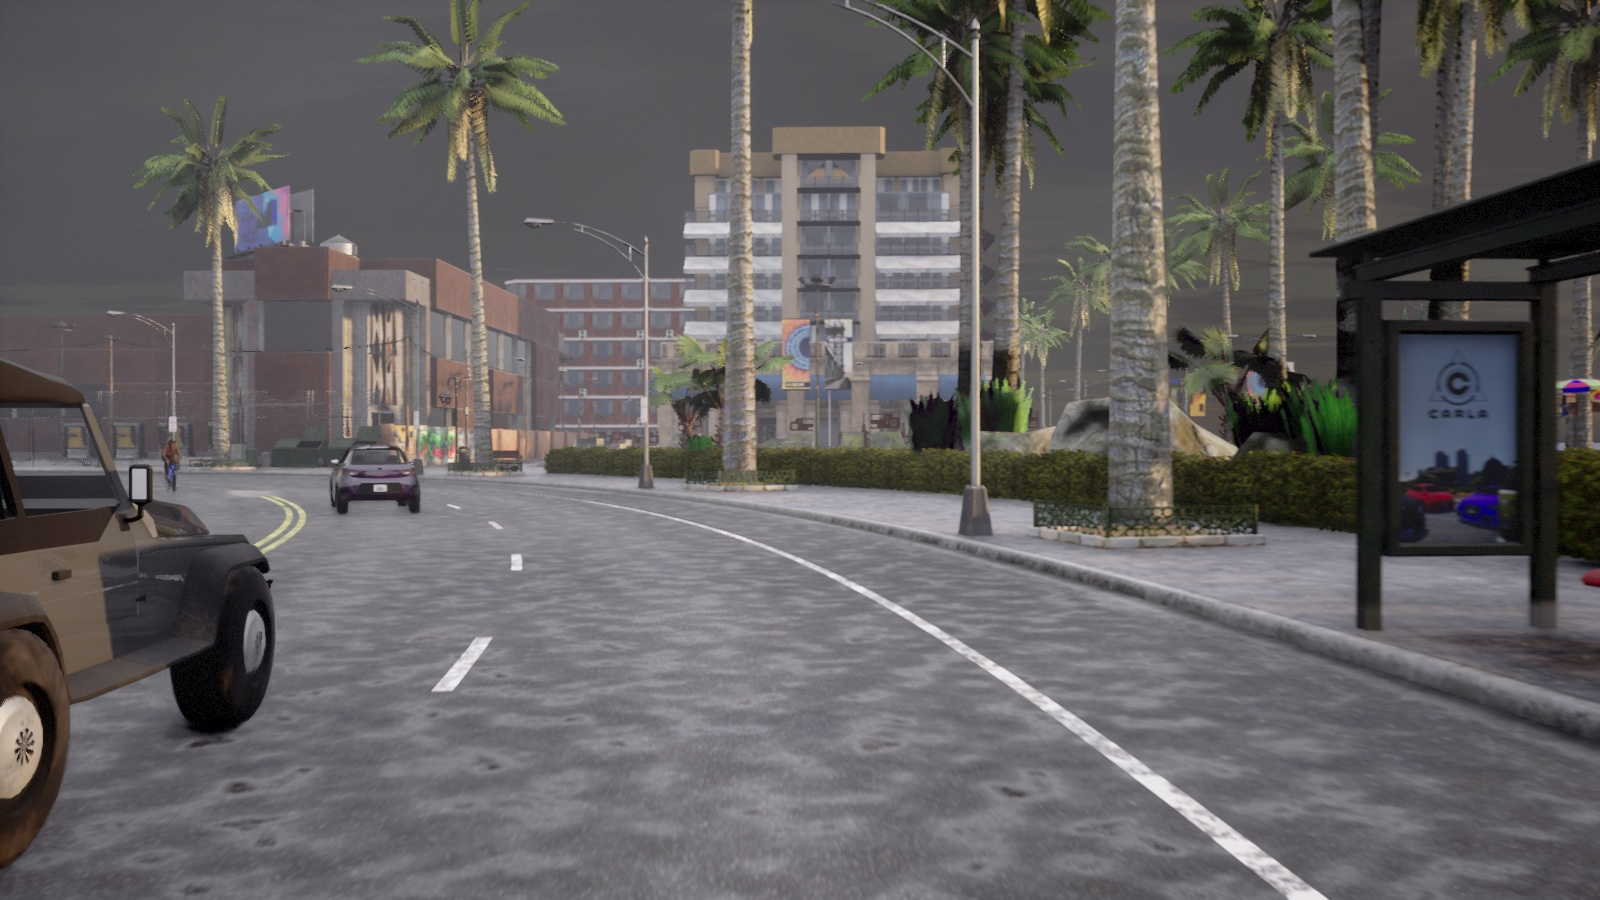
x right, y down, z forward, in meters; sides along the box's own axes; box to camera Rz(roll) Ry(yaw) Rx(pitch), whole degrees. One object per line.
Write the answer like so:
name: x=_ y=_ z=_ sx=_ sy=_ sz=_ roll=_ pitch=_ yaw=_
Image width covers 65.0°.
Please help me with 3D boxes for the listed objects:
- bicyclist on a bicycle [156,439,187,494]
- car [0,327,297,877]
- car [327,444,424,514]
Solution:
bicyclist on a bicycle: x=-19.178 y=0.478 z=38.313 sx=0.582 sy=1.620 sz=1.656 roll=-1 pitch=1 yaw=-36
car: x=-3.765 y=0.511 z=5.378 sx=1.905 sy=1.878 sz=3.866 roll=0 pitch=0 yaw=-4
car: x=-9.776 y=0.596 z=28.737 sx=1.816 sy=1.474 sz=4.193 roll=0 pitch=0 yaw=-23
